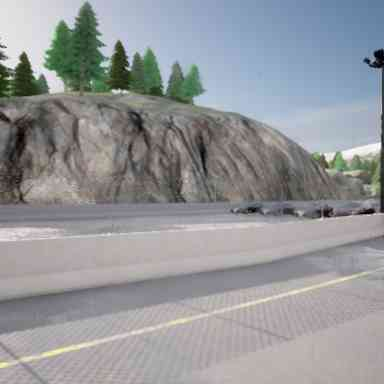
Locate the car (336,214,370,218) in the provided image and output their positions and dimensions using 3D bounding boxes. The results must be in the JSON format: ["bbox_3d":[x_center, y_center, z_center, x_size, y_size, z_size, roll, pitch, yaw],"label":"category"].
[{"bbox_3d":[13.800,1.609,28.297,4.553,1.767,2.097,1,0,-42],"label":"car"}]
